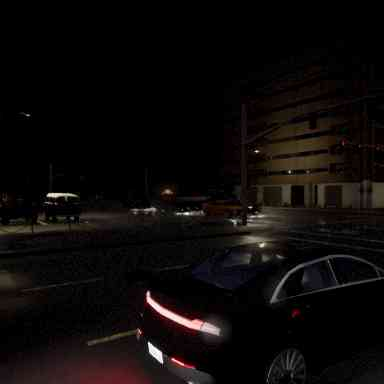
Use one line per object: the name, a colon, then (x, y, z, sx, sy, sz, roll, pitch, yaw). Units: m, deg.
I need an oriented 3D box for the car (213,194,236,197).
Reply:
car: (4.228, 1.277, 48.095, 2.150, 2.045, 5.566, 0, 0, -34)

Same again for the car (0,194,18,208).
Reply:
car: (-31.378, 1.209, 56.581, 1.932, 1.855, 4.605, 0, 0, -34)

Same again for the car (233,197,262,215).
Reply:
car: (4.763, 1.603, 34.550, 2.033, 1.411, 5.357, 0, 0, -34)

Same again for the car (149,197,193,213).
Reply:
car: (-2.565, 1.603, 39.085, 2.033, 1.411, 5.357, 0, 0, -34)

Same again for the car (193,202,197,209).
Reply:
car: (-0.636, 1.656, 42.472, 1.895, 1.301, 4.718, 0, 0, -34)

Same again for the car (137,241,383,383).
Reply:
car: (1.620, 1.492, 4.895, 4.902, 1.511, 2.128, 0, 0, -34)

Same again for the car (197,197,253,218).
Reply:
car: (2.966, 1.533, 30.973, 1.882, 1.535, 5.008, 0, 0, -34)

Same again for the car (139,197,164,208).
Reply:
car: (-6.199, 1.560, 50.652, 1.837, 1.490, 4.892, 0, 0, -34)

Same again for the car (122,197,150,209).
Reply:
car: (-8.413, 1.533, 47.679, 1.882, 1.535, 5.008, 0, 0, -34)
